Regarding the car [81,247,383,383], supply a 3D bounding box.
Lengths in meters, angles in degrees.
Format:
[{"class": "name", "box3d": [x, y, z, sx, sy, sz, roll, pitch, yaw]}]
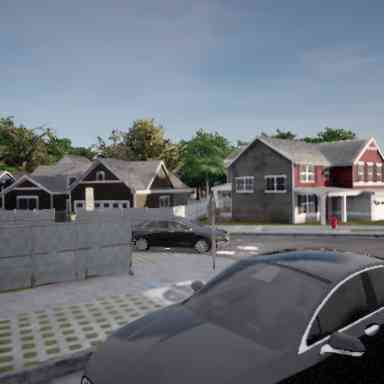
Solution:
[{"class": "car", "box3d": [1.227, 1.511, 3.877, 4.892, 1.490, 1.837, 0, 0, -36]}]

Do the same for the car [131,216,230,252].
[{"class": "car", "box3d": [-0.686, 1.930, 15.571, 4.892, 1.490, 1.837, -2, 0, 19]}]
